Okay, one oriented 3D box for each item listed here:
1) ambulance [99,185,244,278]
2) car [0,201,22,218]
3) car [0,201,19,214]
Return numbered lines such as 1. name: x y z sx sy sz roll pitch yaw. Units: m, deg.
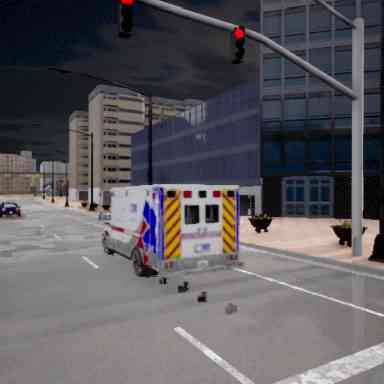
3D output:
1. ambulance: -1.181 1.078 10.640 2.351 2.431 6.366 0 -1 -30
2. car: -19.379 1.905 35.569 1.812 1.442 4.674 0 -1 -29
3. car: -24.484 1.994 44.429 2.128 1.511 4.902 0 -1 -30
